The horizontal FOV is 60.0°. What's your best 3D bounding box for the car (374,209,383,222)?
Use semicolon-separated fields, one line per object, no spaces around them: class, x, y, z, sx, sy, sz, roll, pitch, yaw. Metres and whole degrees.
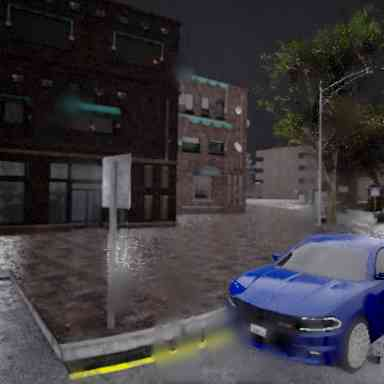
car;15.926;1.819;25.825;2.033;1.411;5.357;1;1;11

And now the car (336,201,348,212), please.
car;16.488;1.644;39.841;1.895;1.301;4.718;1;1;-7

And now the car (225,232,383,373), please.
car;2.712;1.554;6.009;5.008;1.535;1.882;1;0;-42
